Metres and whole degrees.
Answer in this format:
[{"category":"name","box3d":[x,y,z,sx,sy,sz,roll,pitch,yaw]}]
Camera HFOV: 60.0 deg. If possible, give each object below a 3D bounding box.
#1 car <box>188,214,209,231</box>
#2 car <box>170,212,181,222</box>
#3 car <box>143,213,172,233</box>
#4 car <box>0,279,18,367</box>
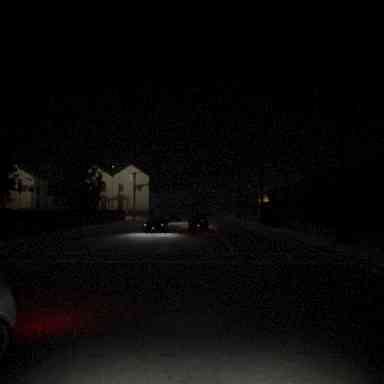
[{"category":"car","box3d":[0.624,2.874,31.923,2.128,1.511,4.902,0,-3,1]},{"category":"car","box3d":[-2.681,3.776,51.196,1.882,1.535,5.008,0,-3,1]},{"category":"car","box3d":[-3.107,2.770,29.286,1.812,1.442,4.674,0,-3,1]},{"category":"car","box3d":[-3.528,1.652,3.211,1.812,1.442,4.674,-1,-2,1]}]
